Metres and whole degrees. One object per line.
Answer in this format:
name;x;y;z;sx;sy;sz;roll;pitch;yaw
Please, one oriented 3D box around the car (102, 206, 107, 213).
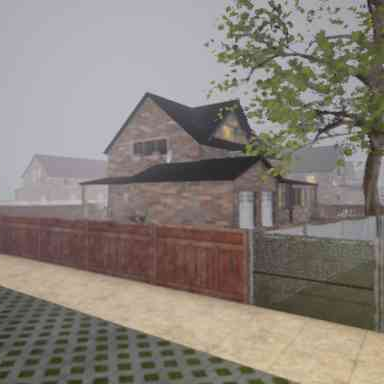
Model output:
car;-8.980;1.899;41.584;1.837;1.490;4.892;0;0;35
